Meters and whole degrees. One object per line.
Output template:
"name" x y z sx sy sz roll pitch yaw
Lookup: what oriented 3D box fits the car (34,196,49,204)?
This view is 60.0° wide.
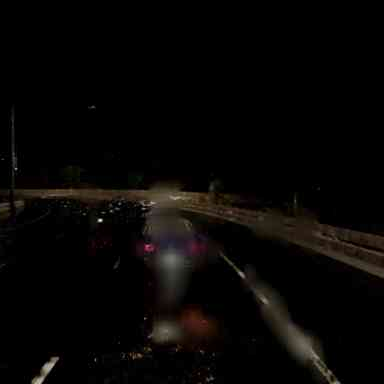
"car" -28.444 1.466 62.949 2.128 1.511 4.902 0 0 -37

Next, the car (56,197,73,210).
"car" -16.557 1.477 43.048 1.837 1.490 4.892 0 0 -24

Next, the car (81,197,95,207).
"car" -14.238 1.481 46.349 1.812 1.442 4.674 0 0 -25

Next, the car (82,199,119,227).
"car" -6.127 1.479 22.718 1.837 1.490 4.892 0 0 -12

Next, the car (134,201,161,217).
"car" -3.685 1.447 27.456 2.128 1.511 4.902 0 0 -14

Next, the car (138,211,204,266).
"car" -0.819 1.579 11.523 1.895 1.301 4.718 0 0 -6

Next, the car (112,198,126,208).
"car" -10.626 1.505 46.835 1.994 1.385 4.181 0 0 -25
